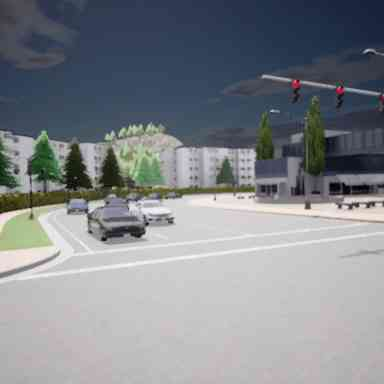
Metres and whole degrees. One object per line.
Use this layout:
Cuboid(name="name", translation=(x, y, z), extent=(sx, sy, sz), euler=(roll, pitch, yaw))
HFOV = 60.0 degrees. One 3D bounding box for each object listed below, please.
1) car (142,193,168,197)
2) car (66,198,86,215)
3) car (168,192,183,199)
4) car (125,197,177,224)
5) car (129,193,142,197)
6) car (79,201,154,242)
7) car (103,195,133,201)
Cuboid(name="car", translation=(-5.813, 0.888, 52.515), extent=(2.033, 1.411, 5.357), euler=(-1, 1, 8))
Cuboid(name="car", translation=(-10.799, 1.327, 31.479), extent=(1.812, 1.442, 4.674), euler=(-2, 1, -17))
Cuboid(name="car", translation=(-3.404, 0.682, 62.670), extent=(1.994, 1.385, 4.181), euler=(-1, 1, 25))
Cuboid(name="car", translation=(-2.714, 1.265, 21.628), extent=(1.812, 1.442, 4.674), euler=(-2, 1, -26))
Cuboid(name="car", translation=(-9.371, 0.922, 53.993), extent=(1.837, 1.490, 4.892), euler=(-1, 0, 9))
Cuboid(name="car", translation=(-3.882, 1.402, 16.160), extent=(2.033, 1.411, 5.357), euler=(-2, 1, -27))
Cuboid(name="car", translation=(-7.194, 1.264, 31.785), extent=(1.994, 1.385, 4.181), euler=(-2, 1, -19))
